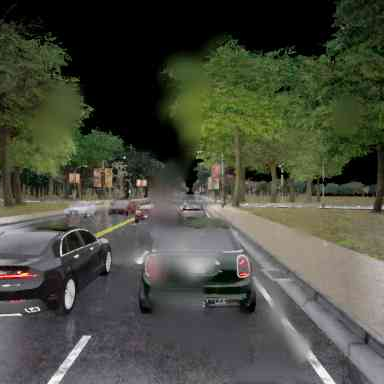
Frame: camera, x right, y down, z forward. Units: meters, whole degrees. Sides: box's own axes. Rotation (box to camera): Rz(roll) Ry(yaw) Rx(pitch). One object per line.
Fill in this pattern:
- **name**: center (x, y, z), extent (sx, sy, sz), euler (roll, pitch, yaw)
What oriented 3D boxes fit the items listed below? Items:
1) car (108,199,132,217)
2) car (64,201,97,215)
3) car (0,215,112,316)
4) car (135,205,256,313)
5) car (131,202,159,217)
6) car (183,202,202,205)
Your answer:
- **car**: center (-6.650, 1.495, 31.945), extent (1.882, 1.535, 5.008), euler (0, 0, 0)
- **car**: center (-9.897, 1.540, 30.052), extent (1.812, 1.442, 4.674), euler (0, 0, 0)
- **car**: center (-3.162, 1.505, 7.545), extent (1.837, 1.490, 4.892), euler (0, 0, 0)
- **car**: center (0.089, 1.352, 7.818), extent (2.097, 1.767, 4.553), euler (0, 0, 0)
- **car**: center (-3.192, 1.535, 25.435), extent (1.812, 1.442, 4.674), euler (0, 0, 0)
- **car**: center (0.057, 1.499, 24.216), extent (2.128, 1.511, 4.902), euler (0, 0, 0)
